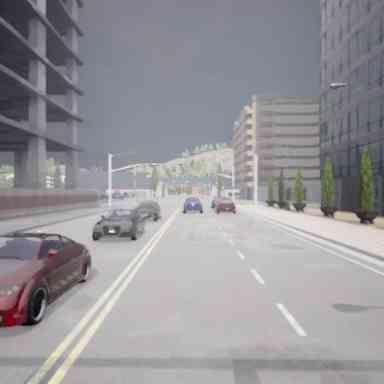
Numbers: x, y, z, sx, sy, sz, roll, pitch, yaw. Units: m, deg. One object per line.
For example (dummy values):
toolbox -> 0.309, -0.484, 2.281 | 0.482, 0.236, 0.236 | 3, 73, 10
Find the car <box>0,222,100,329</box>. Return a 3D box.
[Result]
car -> -3.577, 1.567, 6.923 | 1.994, 1.385, 4.181 | 0, 0, 0

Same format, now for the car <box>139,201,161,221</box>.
car -> -3.556, 1.516, 27.005 | 1.837, 1.490, 4.892 | 0, 0, 0

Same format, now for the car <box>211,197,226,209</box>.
car -> 3.788, 1.497, 47.082 | 1.882, 1.535, 5.008 | 0, 0, 5

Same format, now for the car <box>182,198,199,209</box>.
car -> -0.237, 1.567, 47.676 | 2.033, 1.411, 5.357 | 0, 0, -5

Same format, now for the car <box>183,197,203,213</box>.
car -> 0.095, 1.367, 37.027 | 2.097, 1.767, 4.553 | 0, 0, 0

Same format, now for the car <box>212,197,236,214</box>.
car -> 3.496, 1.492, 35.370 | 1.882, 1.535, 5.008 | 0, 0, 0

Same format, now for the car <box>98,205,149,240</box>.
car -> -3.567, 1.571, 16.808 | 1.994, 1.385, 4.181 | 0, 0, 0
